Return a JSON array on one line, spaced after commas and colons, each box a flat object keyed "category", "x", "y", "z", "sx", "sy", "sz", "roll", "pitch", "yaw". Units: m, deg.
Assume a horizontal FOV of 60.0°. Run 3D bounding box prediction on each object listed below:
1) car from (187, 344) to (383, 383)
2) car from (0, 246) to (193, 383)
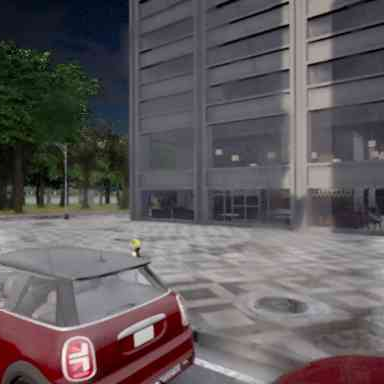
[{"category": "car", "x": 2.372, "y": 1.538, "z": 1.270, "sx": 4.507, "sy": 1.381, "sz": 1.887, "roll": 0, "pitch": 0, "yaw": 36}, {"category": "car", "x": -2.055, "y": 1.460, "z": 4.428, "sx": 4.097, "sy": 1.590, "sz": 1.967, "roll": 0, "pitch": 0, "yaw": 36}]
